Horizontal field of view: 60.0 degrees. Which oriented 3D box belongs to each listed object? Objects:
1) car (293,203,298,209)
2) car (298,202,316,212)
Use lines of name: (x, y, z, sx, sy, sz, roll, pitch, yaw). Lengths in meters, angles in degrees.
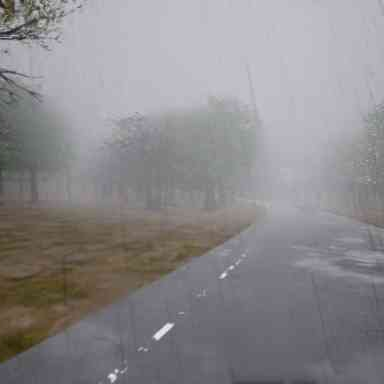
car: (22.551, 2.894, 70.194, 1.895, 1.301, 4.718, 1, -1, 11)
car: (19.708, 2.466, 56.615, 2.097, 1.767, 4.553, 1, -1, 13)
